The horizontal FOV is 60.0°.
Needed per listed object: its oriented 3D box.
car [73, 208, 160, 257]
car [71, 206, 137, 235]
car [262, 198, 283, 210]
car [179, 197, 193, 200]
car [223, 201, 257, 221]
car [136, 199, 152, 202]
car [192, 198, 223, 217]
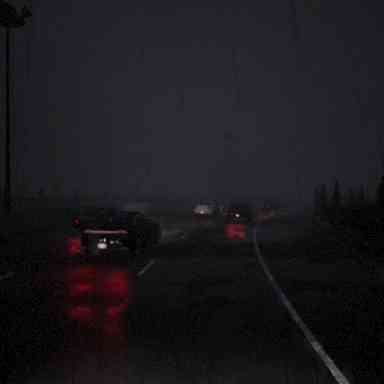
[{"bbox_3d":[-2.538,1.483,12.921,2.128,1.511,4.902,0,0,7],"label":"car"},{"bbox_3d":[-5.013,1.588,19.715,1.895,1.301,4.718,0,0,11],"label":"car"},{"bbox_3d":[10.096,1.499,41.655,1.812,1.442,4.674,0,0,27],"label":"car"},{"bbox_3d":[-0.825,1.562,58.141,2.033,1.411,5.357,0,0,33],"label":"car"},{"bbox_3d":[4.049,1.486,26.962,1.837,1.490,4.892,0,0,16],"label":"car"},{"bbox_3d":[-6.015,1.574,40.721,1.895,1.301,4.718,0,0,23],"label":"car"},{"bbox_3d":[1.622,1.506,30.820,1.812,1.442,4.674,0,0,19],"label":"car"}]
